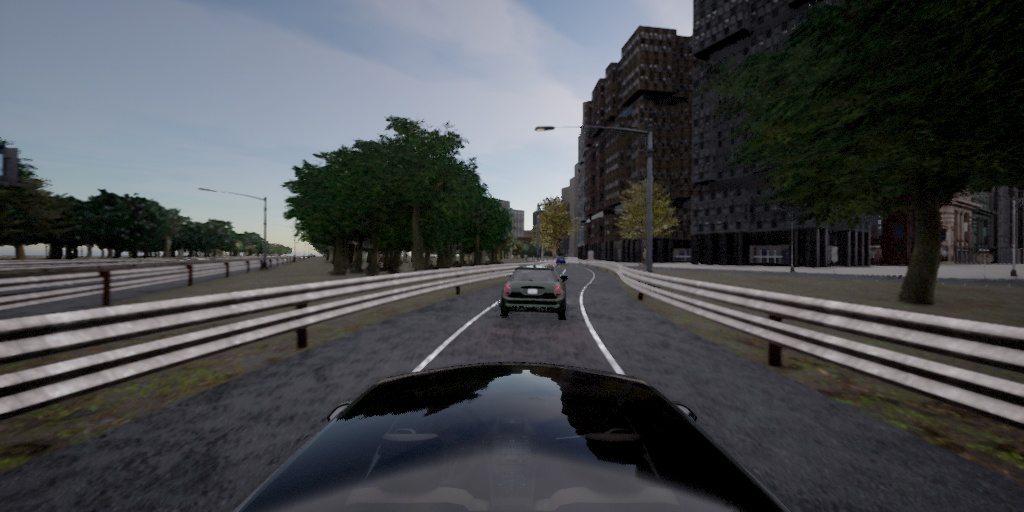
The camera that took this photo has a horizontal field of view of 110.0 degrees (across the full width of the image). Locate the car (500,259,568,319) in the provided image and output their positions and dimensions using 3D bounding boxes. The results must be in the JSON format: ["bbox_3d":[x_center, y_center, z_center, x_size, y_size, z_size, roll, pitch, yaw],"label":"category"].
[{"bbox_3d":[0.934,1.106,13.104,2.097,1.767,4.553,1,0,8],"label":"car"}]
